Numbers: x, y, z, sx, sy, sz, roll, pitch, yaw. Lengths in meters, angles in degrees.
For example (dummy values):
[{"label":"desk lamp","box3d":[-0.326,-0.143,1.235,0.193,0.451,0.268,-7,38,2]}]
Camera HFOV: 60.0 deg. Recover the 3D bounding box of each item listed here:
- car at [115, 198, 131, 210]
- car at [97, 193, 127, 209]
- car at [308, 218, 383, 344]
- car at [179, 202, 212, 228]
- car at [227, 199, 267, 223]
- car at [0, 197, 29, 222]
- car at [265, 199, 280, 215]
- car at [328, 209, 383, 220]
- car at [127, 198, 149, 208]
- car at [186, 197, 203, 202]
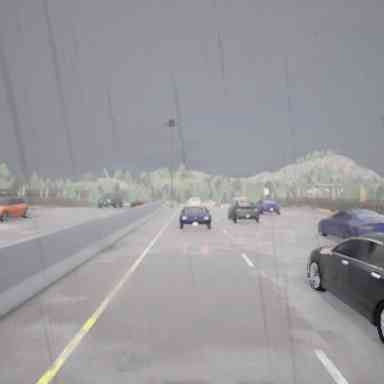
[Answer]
[{"label":"car","box3d":[-13.668,2.510,66.252,2.150,2.045,5.566,0,-6,0]},{"label":"car","box3d":[-10.373,1.070,42.560,2.150,2.045,5.566,0,-1,1]},{"label":"car","box3d":[3.642,1.485,5.969,1.837,1.490,4.892,0,0,0]},{"label":"car","box3d":[0.201,1.511,21.153,1.895,1.301,4.718,0,0,0]},{"label":"car","box3d":[3.719,1.393,24.500,2.128,1.511,4.902,0,0,0]},{"label":"car","box3d":[-13.978,1.224,24.526,2.097,1.767,4.553,0,0,0]},{"label":"car","box3d":[7.261,1.399,32.572,1.812,1.442,4.674,0,0,0]},{"label":"car","box3d":[7.170,1.475,14.617,1.812,1.442,4.674,0,0,0]},{"label":"car","box3d":[-6.865,1.482,44.173,1.895,1.301,4.718,0,-1,0]},{"label":"car","box3d":[0.292,1.366,38.877,1.812,1.442,4.674,0,0,0]}]
